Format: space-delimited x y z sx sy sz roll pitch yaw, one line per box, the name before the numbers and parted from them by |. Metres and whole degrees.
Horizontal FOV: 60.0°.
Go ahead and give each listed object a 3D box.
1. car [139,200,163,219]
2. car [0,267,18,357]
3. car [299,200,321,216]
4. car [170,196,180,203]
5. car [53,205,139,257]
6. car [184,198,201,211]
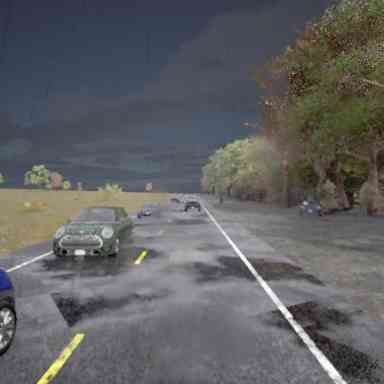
car | -3.592 1.516 29.189 1.837 1.490 4.892 0 0 0
car | -3.598 1.354 2.942 2.097 1.767 4.553 0 0 0
car | 11.134 1.491 31.472 1.812 1.442 4.674 0 0 18
car | -3.494 1.593 69.843 1.895 1.301 4.718 0 0 0
car | -3.597 1.358 12.948 2.097 1.767 4.553 0 0 0
car | 0.093 1.519 40.841 1.837 1.490 4.892 0 0 0
